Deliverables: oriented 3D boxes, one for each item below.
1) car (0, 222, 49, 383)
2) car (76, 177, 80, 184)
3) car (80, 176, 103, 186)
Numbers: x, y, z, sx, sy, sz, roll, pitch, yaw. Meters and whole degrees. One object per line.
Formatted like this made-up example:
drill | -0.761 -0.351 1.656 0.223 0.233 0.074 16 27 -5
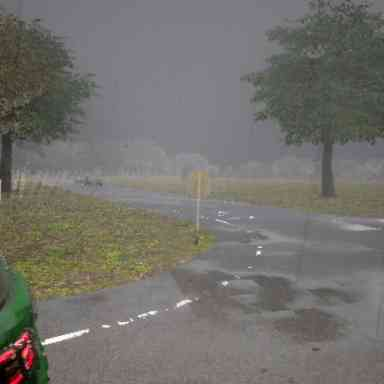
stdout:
car | -3.591 1.187 1.306 5.566 2.045 2.150 -1 4 -34
car | -19.107 -2.084 58.588 1.994 1.385 4.181 0 4 -32
car | -15.808 -1.709 53.365 2.033 1.411 5.357 0 4 -33
